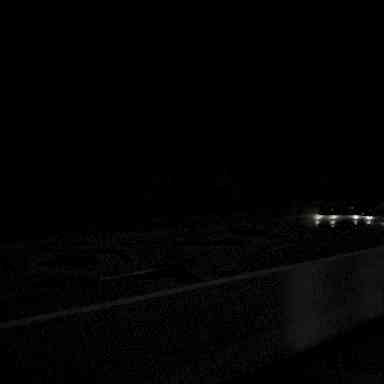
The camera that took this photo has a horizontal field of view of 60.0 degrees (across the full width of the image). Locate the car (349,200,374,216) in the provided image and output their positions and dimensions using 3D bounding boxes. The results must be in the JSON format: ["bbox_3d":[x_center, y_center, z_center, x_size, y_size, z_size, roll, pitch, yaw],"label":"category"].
[{"bbox_3d":[18.880,1.868,36.593,2.033,1.411,5.357,0,-1,29],"label":"car"}]

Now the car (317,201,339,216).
[{"bbox_3d":[15.473,1.802,37.783,1.882,1.535,5.008,0,-1,29],"label":"car"}]

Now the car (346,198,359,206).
[{"bbox_3d":[32.894,1.991,67.378,2.097,1.767,4.553,0,-1,7],"label":"car"}]
